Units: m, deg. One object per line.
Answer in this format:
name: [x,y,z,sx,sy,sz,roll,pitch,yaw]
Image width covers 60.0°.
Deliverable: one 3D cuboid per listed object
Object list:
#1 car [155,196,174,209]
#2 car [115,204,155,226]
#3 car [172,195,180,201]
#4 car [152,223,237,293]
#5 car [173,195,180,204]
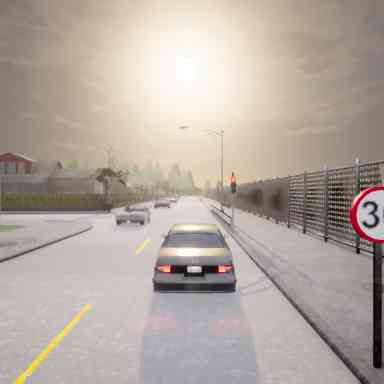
car: [-4.013,1.564,45.723,1.994,1.385,4.181,0,0,0]
car: [-4.058,1.601,23.529,1.895,1.301,4.718,0,0,0]
car: [-3.849,1.462,80.823,1.882,1.535,5.008,0,0,0]
car: [0.070,1.547,8.967,2.033,1.411,5.357,0,0,1]
car: [-3.918,1.548,65.433,2.033,1.411,5.357,0,0,1]
